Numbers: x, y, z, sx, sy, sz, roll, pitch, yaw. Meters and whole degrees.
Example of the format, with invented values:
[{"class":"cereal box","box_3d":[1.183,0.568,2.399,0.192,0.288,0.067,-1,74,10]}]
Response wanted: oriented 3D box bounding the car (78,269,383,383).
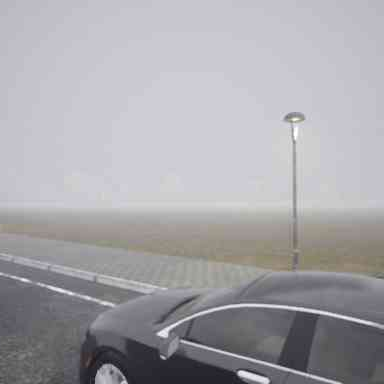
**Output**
[{"class":"car","box_3d":[0.972,1.514,3.016,4.892,1.490,1.837,0,0,36]}]
